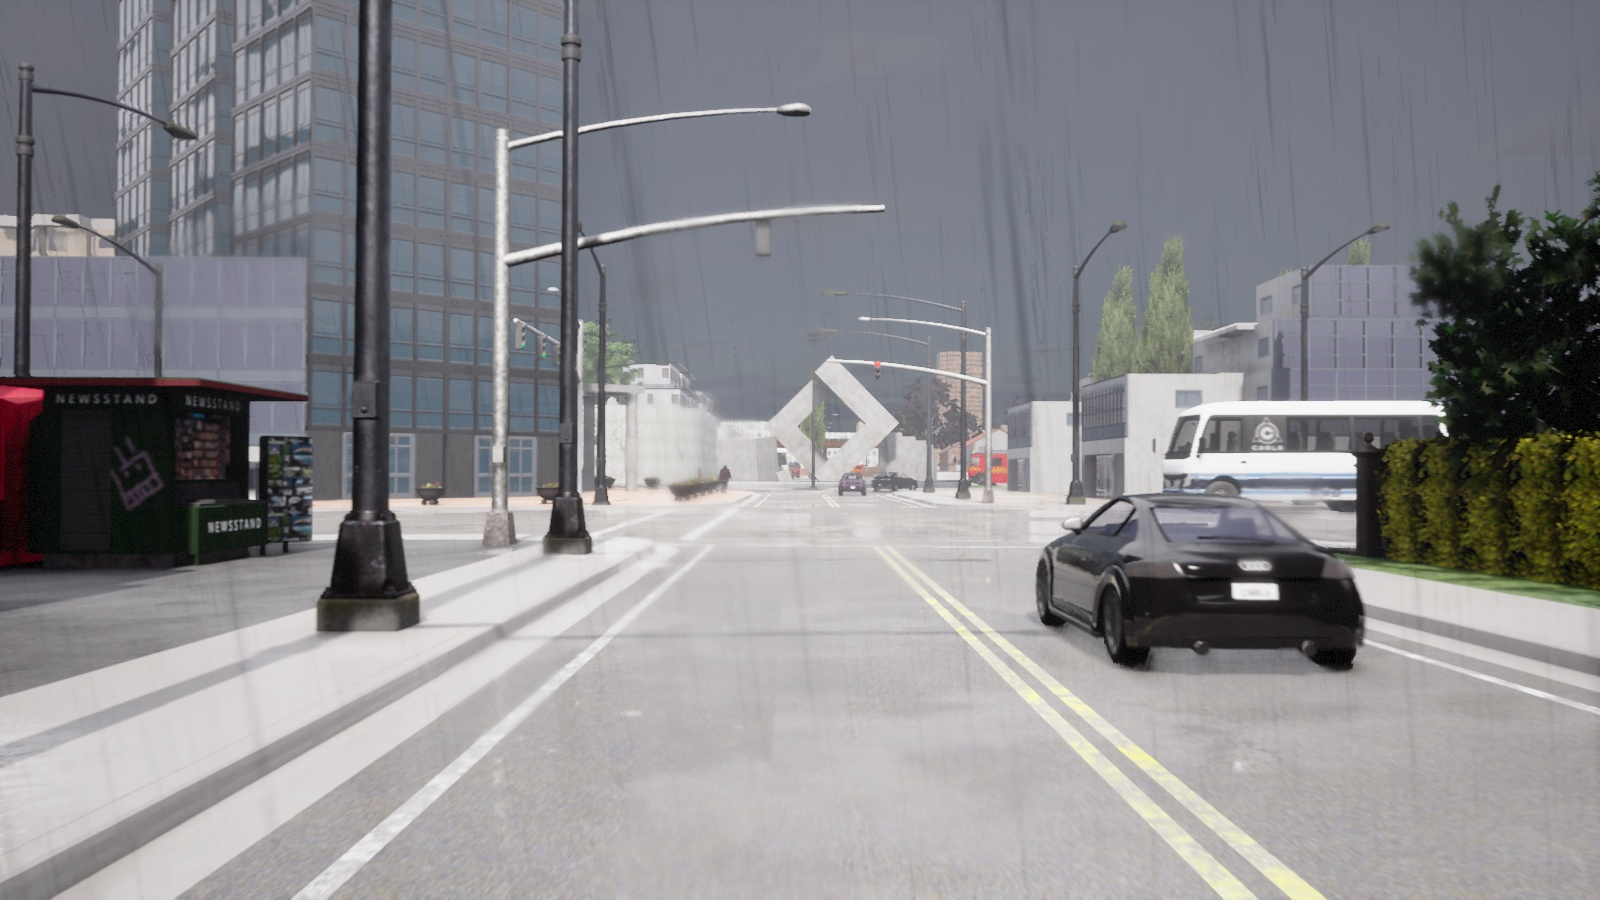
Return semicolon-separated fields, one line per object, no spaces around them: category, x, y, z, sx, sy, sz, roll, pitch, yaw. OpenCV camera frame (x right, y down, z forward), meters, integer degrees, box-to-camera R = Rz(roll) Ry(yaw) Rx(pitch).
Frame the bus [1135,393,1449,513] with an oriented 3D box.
bus;18.410;0.141;47.596;10.273;4.253;3.944;-1;-1;0

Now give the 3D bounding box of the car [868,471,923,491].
car;7.323;2.344;95.721;2.128;1.511;4.902;-1;-1;33

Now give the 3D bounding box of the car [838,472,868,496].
car;3.378;2.173;81.161;1.816;1.474;4.193;0;-1;1

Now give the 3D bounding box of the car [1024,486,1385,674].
car;3.473;1.060;11.728;1.994;1.385;4.181;0;-1;0

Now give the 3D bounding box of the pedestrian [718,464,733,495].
pedestrian;-4.449;1.747;74.654;0.634;1.844;0.899;-1;-1;16
